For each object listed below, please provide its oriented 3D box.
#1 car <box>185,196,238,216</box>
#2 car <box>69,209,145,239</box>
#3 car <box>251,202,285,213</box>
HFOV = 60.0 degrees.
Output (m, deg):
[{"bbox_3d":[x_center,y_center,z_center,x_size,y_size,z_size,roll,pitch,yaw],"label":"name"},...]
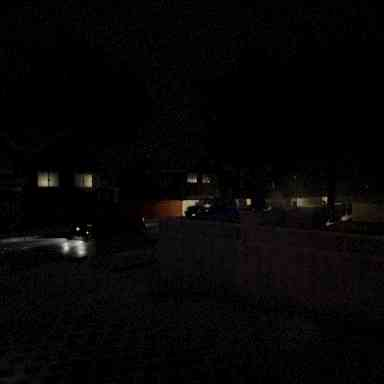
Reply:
[{"bbox_3d":[1.702,1.376,26.735,2.150,2.045,5.566,0,0,35],"label":"car"},{"bbox_3d":[-4.480,1.654,18.019,1.994,1.385,4.181,0,0,35],"label":"car"},{"bbox_3d":[8.334,1.775,36.065,2.033,1.411,5.357,0,0,36],"label":"car"}]
